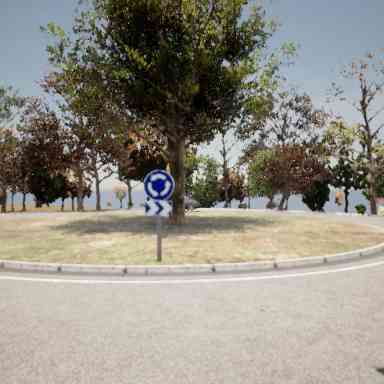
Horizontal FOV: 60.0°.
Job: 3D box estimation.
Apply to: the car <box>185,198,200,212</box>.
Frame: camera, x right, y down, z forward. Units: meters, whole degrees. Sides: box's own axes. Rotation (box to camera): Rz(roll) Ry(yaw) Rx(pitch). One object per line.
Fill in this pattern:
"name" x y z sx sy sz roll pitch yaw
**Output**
"car" -1.519 1.463 37.856 4.902 1.511 2.128 0 0 2
